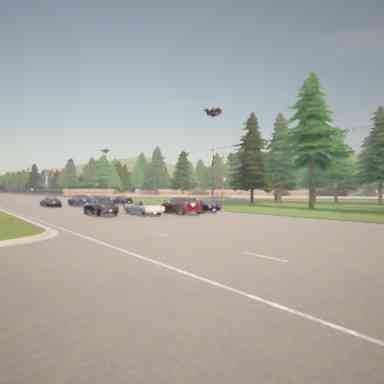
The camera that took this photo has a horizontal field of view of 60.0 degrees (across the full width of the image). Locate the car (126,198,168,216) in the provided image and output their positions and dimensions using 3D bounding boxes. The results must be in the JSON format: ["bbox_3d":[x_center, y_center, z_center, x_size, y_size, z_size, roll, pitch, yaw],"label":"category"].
[{"bbox_3d":[-4.462,1.449,30.128,1.895,1.301,4.718,0,0,-36],"label":"car"}]

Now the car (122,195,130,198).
[{"bbox_3d":[-10.592,1.256,50.568,1.812,1.442,4.674,0,0,-36],"label":"car"}]

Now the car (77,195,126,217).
[{"bbox_3d":[-8.054,1.327,29.126,2.128,1.511,4.902,0,0,-36],"label":"car"}]

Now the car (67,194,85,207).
[{"bbox_3d":[-15.387,1.084,45.275,2.097,1.767,4.553,0,0,-36],"label":"car"}]

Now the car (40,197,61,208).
[{"bbox_3d":[-18.720,1.287,43.914,1.994,1.385,4.181,0,0,-36],"label":"car"}]

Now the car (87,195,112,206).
[{"bbox_3d":[-13.676,1.202,48.885,1.882,1.535,5.008,0,0,-36],"label":"car"}]

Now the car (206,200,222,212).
[{"bbox_3d":[0.895,1.454,34.668,1.895,1.301,4.718,0,0,-36],"label":"car"}]

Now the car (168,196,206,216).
[{"bbox_3d":[-1.161,1.209,31.535,2.097,1.767,4.553,0,0,-36],"label":"car"}]
